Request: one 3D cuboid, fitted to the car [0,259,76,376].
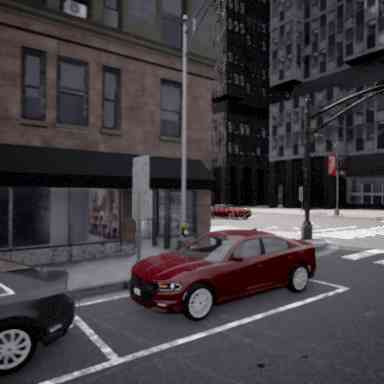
[{"bbox_3d":[-3.711,1.555,3.989,4.403,1.369,2.008,0,1,-36],"label":"car"}]

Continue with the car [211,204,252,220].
[{"bbox_3d":[3.231,1.786,30.206,1.895,1.301,4.718,1,-1,-35],"label":"car"}]

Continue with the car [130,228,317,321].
[{"bbox_3d":[0.854,1.521,7.247,4.507,1.381,1.887,0,1,-36],"label":"car"}]
